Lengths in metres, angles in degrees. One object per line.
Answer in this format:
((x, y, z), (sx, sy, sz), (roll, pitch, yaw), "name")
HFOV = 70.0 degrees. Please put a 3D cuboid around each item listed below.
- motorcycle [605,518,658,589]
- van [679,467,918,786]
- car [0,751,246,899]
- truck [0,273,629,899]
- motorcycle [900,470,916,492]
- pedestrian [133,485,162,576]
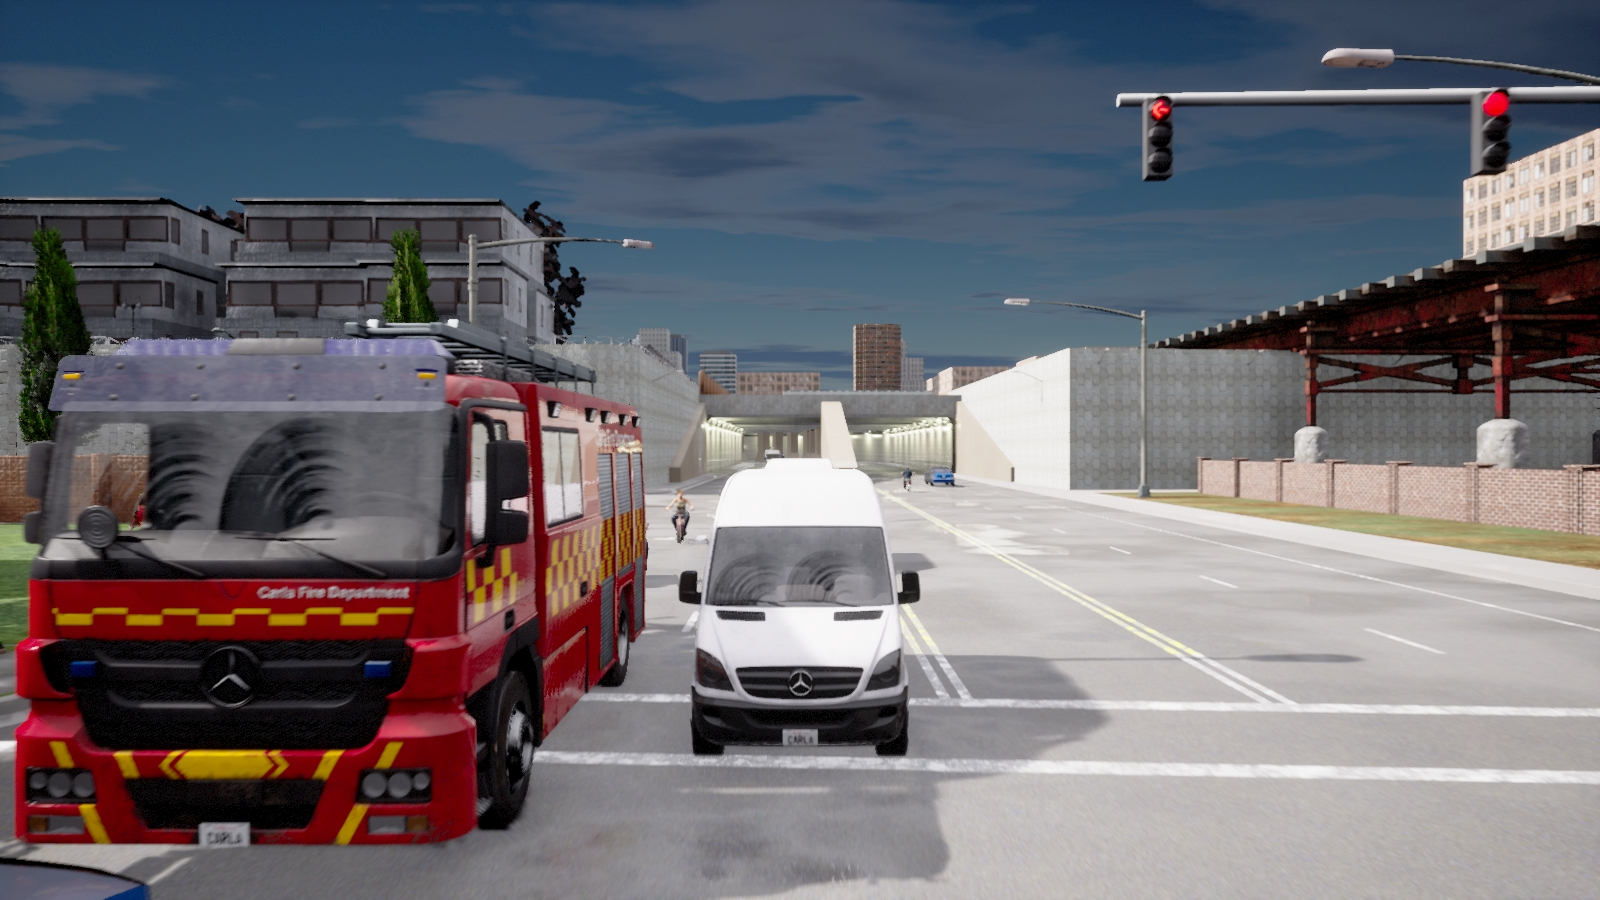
((-3.511, 2.132, 24.005), (0.764, 1.277, 2.356), (0, 0, 0), "motorcycle")
((-0.011, 1.512, 12.476), (1.988, 2.561, 5.915), (0, 0, 0), "van")
((-3.940, 2.096, 2.609), (2.033, 1.411, 5.357), (0, 0, 10), "car")
((-3.736, 0.873, 10.921), (2.891, 3.827, 8.468), (0, 0, 0), "truck")
((7.007, 2.006, 74.201), (0.856, 1.341, 1.805), (0, 0, 0), "motorcycle")
((-13.587, 1.677, 23.797), (0.375, 1.860, 0.375), (0, 0, 21), "pedestrian")
